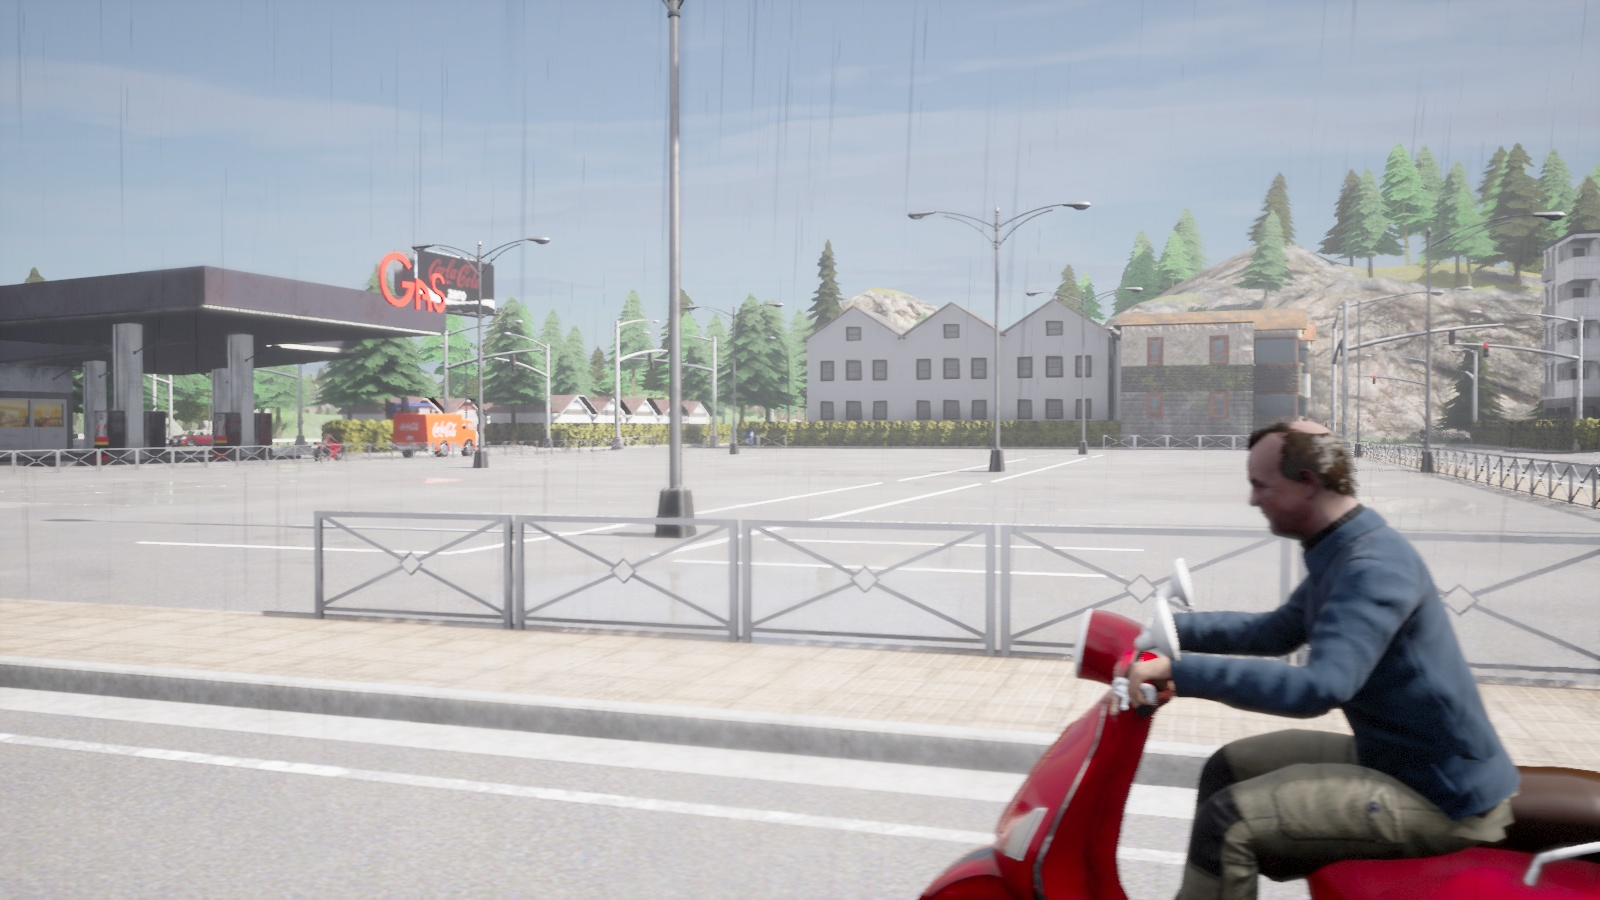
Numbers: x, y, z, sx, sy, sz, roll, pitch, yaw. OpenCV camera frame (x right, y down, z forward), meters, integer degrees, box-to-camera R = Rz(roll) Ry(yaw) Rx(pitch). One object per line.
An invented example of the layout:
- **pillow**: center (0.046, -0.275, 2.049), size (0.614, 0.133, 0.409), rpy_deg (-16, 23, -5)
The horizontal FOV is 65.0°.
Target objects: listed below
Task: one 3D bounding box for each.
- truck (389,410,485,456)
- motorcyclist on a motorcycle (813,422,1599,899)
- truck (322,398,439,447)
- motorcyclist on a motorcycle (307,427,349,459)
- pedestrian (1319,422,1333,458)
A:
- **truck**: center (-20.148, -0.939, 69.949), size (2.627, 2.467, 5.204), rpy_deg (1, 1, 19)
- **motorcyclist on a motorcycle**: center (1.031, 0.738, 2.791), size (1.817, 1.590, 0.866), rpy_deg (1, 1, 20)
- **truck**: center (-30.712, -1.987, 92.012), size (7.936, 3.462, 2.891), rpy_deg (0, 2, 19)
- **motorcyclist on a motorcycle**: center (-23.128, -0.347, 61.551), size (0.797, 1.523, 2.044), rpy_deg (1, 1, 19)
- **pedestrian**: center (29.132, -0.563, 69.572), size (0.423, 1.949, 0.788), rpy_deg (0, 1, 2)
